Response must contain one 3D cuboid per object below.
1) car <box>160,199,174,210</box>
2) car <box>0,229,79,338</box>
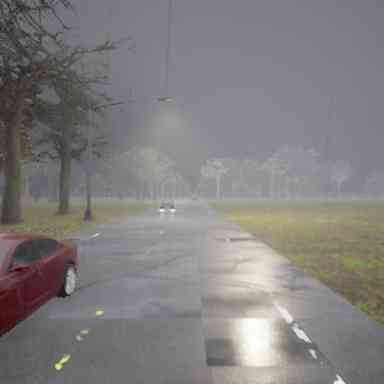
[{"bbox_3d":[-3.599,1.812,49.159,1.812,1.442,4.674,0,-1,0],"label":"car"},{"bbox_3d":[-3.603,1.513,5.861,1.882,1.535,5.008,0,0,0],"label":"car"}]
